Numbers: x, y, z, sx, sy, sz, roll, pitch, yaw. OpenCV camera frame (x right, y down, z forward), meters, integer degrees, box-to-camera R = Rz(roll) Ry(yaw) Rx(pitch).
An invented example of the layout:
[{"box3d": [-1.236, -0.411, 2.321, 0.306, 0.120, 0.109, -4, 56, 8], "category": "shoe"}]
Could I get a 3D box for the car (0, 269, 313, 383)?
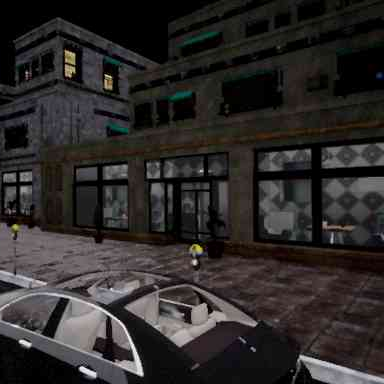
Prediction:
[{"box3d": [-1.018, 1.551, 3.612, 4.403, 1.369, 2.008, 0, -1, 36], "category": "car"}]
